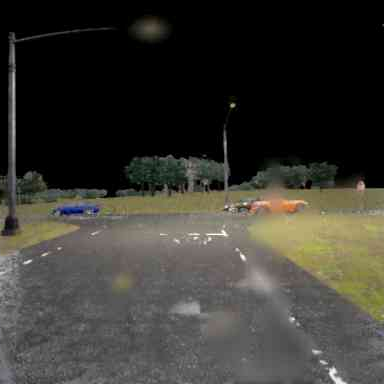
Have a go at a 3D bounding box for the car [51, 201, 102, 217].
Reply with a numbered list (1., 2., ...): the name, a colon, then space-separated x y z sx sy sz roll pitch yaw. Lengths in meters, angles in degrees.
1. car: -11.917 1.710 34.381 5.008 1.535 1.882 -1 -2 0

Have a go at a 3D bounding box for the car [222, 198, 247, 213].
1. car: 5.543 1.450 34.540 4.892 1.490 1.837 -2 -1 -1

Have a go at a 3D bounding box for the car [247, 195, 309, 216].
1. car: 7.249 1.015 27.566 4.553 1.767 2.097 -3 -2 -1
